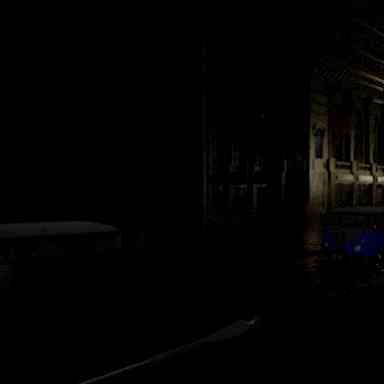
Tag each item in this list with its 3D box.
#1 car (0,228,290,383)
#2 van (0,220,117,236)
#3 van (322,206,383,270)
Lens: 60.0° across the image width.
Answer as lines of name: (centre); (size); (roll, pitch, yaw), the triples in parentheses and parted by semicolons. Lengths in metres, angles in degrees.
car: (-1.411, 1.352, 2.371); (4.553, 1.767, 2.097); (0, 0, -35)
van: (-2.867, 1.342, 4.606); (3.998, 1.788, 1.690); (0, 0, -36)
van: (5.947, 1.372, 10.894); (3.998, 1.788, 1.690); (0, 0, -36)
